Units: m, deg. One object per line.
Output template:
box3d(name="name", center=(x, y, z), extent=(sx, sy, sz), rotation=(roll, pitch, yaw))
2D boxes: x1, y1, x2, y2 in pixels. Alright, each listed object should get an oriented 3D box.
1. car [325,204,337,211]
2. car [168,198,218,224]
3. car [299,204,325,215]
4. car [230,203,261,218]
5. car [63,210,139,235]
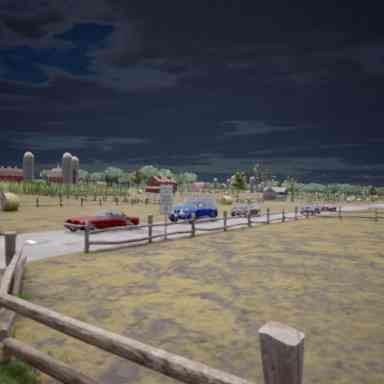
box3d(name="car", center=(22.980, 2.689, 55.909), extent=(1.895, 1.301, 4.718), rotation=(2, 0, 36))
box3d(name="car", center=(0.249, 1.603, 29.058), extent=(2.150, 2.045, 5.566), rotation=(2, 0, 34))
box3d(name="car", center=(16.857, 2.442, 47.339), extent=(2.033, 1.411, 5.357), rotation=(2, 0, 36))
box3d(name="car", center=(6.039, 2.057, 37.197), extent=(1.837, 1.490, 4.892), rotation=(2, 0, 36))
box3d(name="car", center=(-5.593, 1.816, 20.908), extent=(1.895, 1.301, 4.718), rotation=(2, 0, 36))
